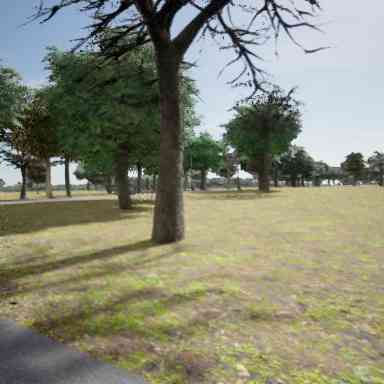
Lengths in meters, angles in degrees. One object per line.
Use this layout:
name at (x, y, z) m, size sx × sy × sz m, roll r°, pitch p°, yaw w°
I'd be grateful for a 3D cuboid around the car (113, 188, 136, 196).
car at (-13.456, -0.063, 66.355) m, size 2.128 × 1.511 × 4.902 m, roll -1°, pitch 2°, yaw 38°
